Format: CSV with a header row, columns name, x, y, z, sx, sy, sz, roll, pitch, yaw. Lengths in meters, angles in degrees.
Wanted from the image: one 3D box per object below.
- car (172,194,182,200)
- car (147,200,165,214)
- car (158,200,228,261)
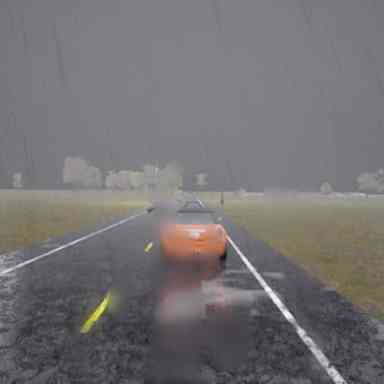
name,x,y,z,sx,sy,sz,roll,pitch,yaw
car,-3.510,1.155,76.581,2.097,1.767,4.553,0,0,0
car,-3.603,1.539,35.557,2.033,1.411,5.357,0,0,0
car,0.090,1.348,12.391,2.097,1.767,4.553,0,0,0
